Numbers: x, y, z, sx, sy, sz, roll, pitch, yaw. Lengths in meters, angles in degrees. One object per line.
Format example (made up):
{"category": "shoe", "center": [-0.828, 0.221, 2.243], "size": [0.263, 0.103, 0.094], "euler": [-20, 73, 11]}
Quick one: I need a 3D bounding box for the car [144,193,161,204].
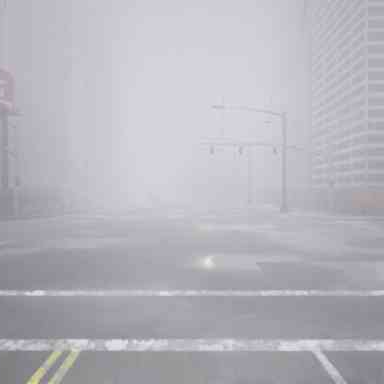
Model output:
{"category": "car", "center": [-6.968, 1.181, 61.853], "size": [2.150, 2.045, 5.566], "euler": [0, 2, 0]}
